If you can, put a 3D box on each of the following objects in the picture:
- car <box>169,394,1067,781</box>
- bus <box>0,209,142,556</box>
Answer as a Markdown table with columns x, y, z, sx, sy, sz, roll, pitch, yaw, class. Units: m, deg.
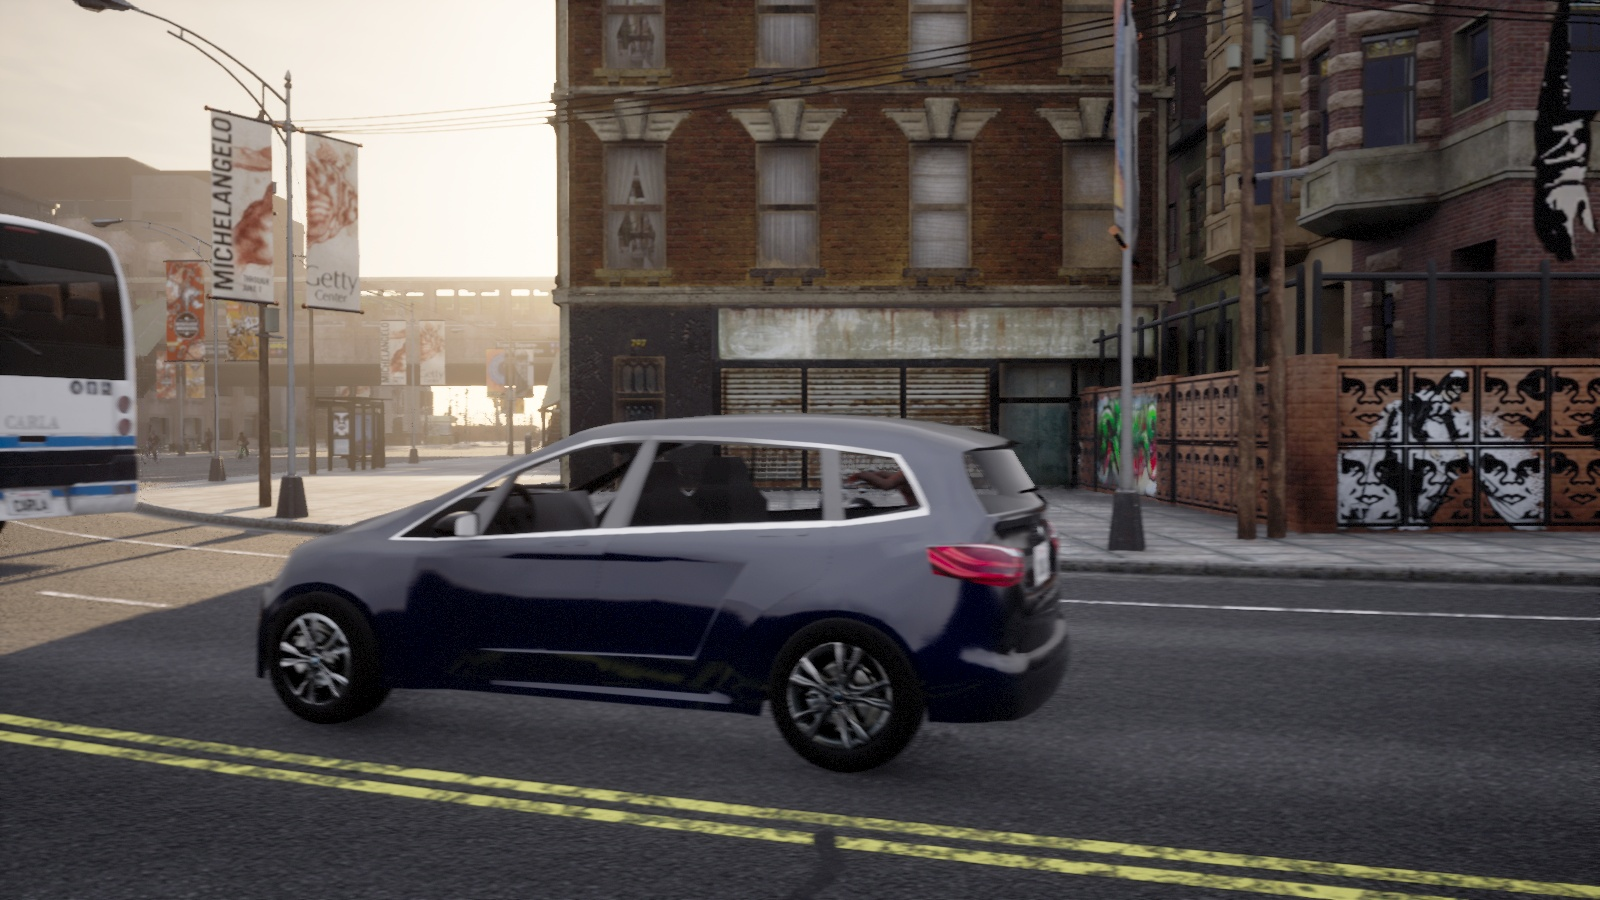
| x | y | z | sx | sy | sz | roll | pitch | yaw | class |
| --- | --- | --- | --- | --- | --- | --- | --- | --- | --- |
| -0.957 | 0.557 | 7.250 | 4.611 | 1.667 | 2.242 | 1 | 1 | 20 | car |
| -14.609 | -0.869 | 17.182 | 10.273 | 4.253 | 3.944 | 1 | 1 | 19 | bus |
